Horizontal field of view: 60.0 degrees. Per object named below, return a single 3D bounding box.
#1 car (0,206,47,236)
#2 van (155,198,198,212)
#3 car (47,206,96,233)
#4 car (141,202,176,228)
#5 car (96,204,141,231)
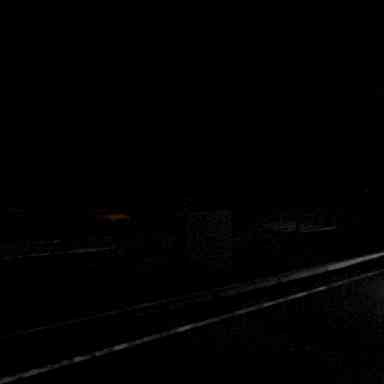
[{"bbox_3d":[-10.334,1.579,19.348,2.231,1.521,4.892,1,0,-36],"label":"car"},{"bbox_3d":[-1.240,1.448,25.715,1.878,1.987,4.442,1,0,-36],"label":"van"},{"bbox_3d":[-8.098,1.631,20.990,2.163,1.488,4.792,1,0,-36],"label":"car"},{"bbox_3d":[-3.583,1.679,24.220,2.163,1.488,4.792,1,0,-36],"label":"car"},{"bbox_3d":[-5.716,1.622,22.429,1.946,1.575,5.366,1,0,-36],"label":"car"}]
